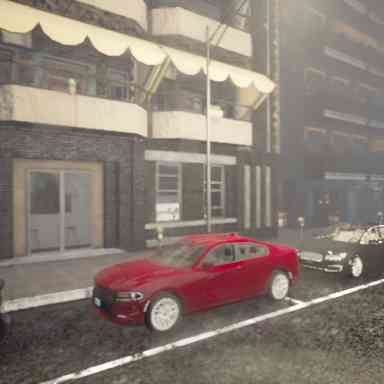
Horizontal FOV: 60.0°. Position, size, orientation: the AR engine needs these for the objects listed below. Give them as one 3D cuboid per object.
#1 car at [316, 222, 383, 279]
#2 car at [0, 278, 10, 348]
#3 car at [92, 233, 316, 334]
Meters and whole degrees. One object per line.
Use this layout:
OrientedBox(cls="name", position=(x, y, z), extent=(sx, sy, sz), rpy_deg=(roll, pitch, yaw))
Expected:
OrientedBox(cls="car", position=(4.904, 1.609, 10.071), extent=(4.403, 1.369, 2.008), rpy_deg=(0, -1, -35))
OrientedBox(cls="car", position=(-4.340, 1.556, 3.475), extent=(4.313, 1.339, 1.947), rpy_deg=(0, -1, -35))
OrientedBox(cls="car", position=(0.282, 1.569, 6.773), extent=(4.507, 1.381, 1.887), rpy_deg=(0, -1, -35))
